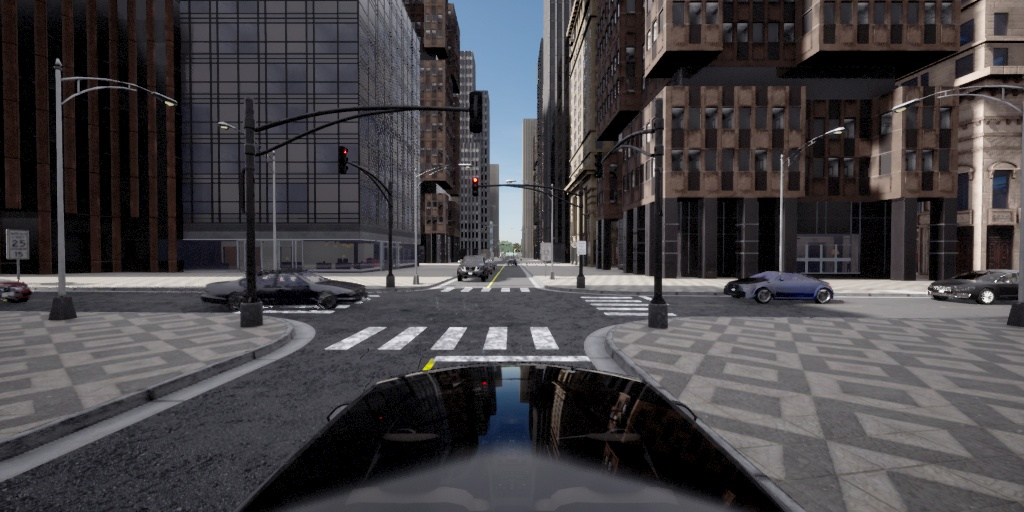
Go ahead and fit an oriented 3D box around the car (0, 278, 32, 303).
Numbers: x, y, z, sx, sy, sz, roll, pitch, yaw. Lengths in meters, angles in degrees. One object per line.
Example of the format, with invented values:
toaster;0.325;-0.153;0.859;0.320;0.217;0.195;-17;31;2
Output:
car;-20.992;1.135;13.301;4.674;1.442;1.812;1;1;0

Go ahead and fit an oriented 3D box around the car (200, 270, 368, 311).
car;-8.473;1.254;13.690;5.357;1.411;2.033;0;1;-7

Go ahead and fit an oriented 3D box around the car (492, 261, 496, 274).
car;-3.116;1.287;39.575;1.994;1.385;4.181;0;0;0

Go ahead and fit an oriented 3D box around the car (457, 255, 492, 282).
car;-3.117;0.955;29.549;2.150;2.045;5.566;0;0;0

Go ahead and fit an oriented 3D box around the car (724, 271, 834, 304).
car;12.225;1.388;16.585;4.181;1.385;1.994;0;1;0

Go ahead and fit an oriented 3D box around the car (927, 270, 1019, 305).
car;22.306;1.404;16.609;4.892;1.490;1.837;0;1;0
